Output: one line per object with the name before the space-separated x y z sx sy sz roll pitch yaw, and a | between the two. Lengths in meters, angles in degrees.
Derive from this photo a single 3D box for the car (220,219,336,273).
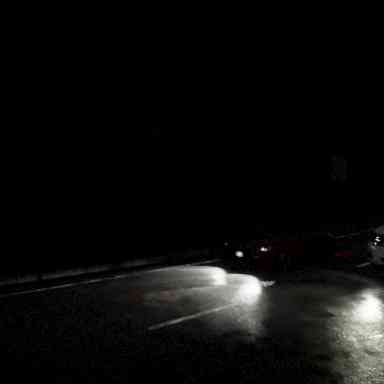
car | 2.897 1.602 10.876 4.181 1.385 1.994 0 0 -40

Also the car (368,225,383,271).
car | 7.455 1.231 10.100 5.566 2.045 2.150 -2 1 -40
